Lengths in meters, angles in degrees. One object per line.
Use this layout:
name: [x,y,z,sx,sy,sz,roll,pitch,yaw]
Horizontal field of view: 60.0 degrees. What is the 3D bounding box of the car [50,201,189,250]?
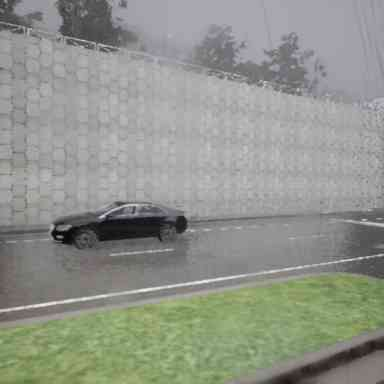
car: [-2.493,1.087,12.100,4.902,1.511,2.128,0,2,-28]
